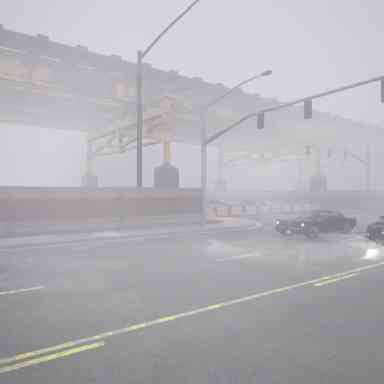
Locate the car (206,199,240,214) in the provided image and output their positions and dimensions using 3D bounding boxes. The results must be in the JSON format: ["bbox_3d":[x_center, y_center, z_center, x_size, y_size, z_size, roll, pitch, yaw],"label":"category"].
[{"bbox_3d":[2.327,1.295,33.736,4.536,1.218,1.853,0,0,8],"label":"car"}]

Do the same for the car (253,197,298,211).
[{"bbox_3d":[10.036,1.453,40.171,4.974,1.542,2.038,0,0,-7],"label":"car"}]

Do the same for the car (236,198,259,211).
[{"bbox_3d":[6.141,1.295,36.462,1.853,1.218,4.536,0,0,18],"label":"car"}]

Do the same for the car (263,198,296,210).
[{"bbox_3d":[9.985,1.295,40.165,4.536,1.218,1.853,0,0,-7],"label":"car"}]

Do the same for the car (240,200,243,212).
[{"bbox_3d":[2.379,1.453,33.729,4.974,1.542,2.038,0,0,8],"label":"car"}]

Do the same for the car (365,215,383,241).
[{"bbox_3d":[9.821,1.564,15.291,4.181,1.385,1.994,0,0,-35],"label":"car"}]

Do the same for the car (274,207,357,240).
[{"bbox_3d":[6.422,1.601,17.166,4.718,1.301,1.895,0,0,-35],"label":"car"}]

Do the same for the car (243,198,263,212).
[{"bbox_3d":[6.125,1.453,36.413,2.038,1.542,4.974,0,0,18],"label":"car"}]
